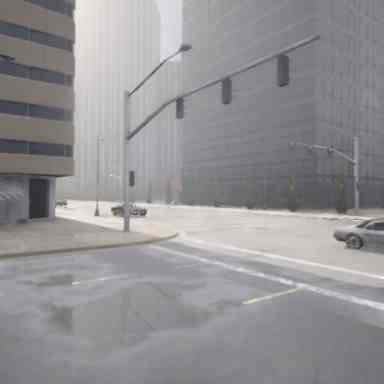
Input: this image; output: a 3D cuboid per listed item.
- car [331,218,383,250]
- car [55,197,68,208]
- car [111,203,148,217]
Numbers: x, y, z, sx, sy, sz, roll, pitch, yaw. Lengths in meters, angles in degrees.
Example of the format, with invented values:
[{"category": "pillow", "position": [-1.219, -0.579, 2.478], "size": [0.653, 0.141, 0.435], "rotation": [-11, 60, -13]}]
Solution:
[{"category": "car", "position": [8.102, 1.728, 12.985], "size": [1.895, 1.301, 4.718], "rotation": [0, 0, -36]}, {"category": "car", "position": [-21.347, 1.602, 53.133], "size": [1.882, 1.535, 5.008], "rotation": [0, 0, -36]}, {"category": "car", "position": [-6.128, 1.756, 32.385], "size": [1.895, 1.301, 4.718], "rotation": [0, 0, -36]}]
